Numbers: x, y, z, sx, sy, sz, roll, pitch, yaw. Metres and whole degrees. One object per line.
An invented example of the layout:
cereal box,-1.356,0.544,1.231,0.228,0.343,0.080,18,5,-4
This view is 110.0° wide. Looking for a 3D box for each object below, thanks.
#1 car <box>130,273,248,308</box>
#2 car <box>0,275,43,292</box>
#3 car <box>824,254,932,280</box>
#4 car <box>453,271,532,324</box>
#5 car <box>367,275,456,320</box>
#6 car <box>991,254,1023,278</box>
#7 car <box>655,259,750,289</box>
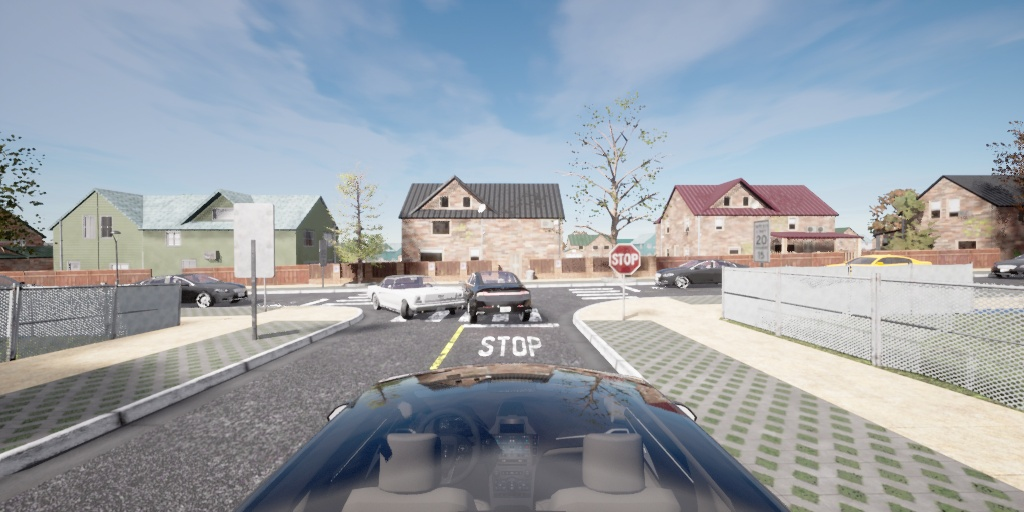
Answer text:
car,-14.900,1.566,16.474,4.902,1.511,2.128,-1,1,0
car,-24.238,1.647,16.434,4.553,1.767,2.097,-1,1,0
car,19.763,0.689,19.560,5.008,1.535,1.882,-1,1,-1
car,-0.684,1.242,12.117,2.128,1.511,4.902,0,0,-12
car,-3.600,1.367,12.977,1.895,1.301,4.718,0,0,-38
car,29.388,0.477,19.595,4.902,1.511,2.128,-1,1,0
car,10.333,0.925,19.524,4.902,1.511,2.128,-1,1,0
